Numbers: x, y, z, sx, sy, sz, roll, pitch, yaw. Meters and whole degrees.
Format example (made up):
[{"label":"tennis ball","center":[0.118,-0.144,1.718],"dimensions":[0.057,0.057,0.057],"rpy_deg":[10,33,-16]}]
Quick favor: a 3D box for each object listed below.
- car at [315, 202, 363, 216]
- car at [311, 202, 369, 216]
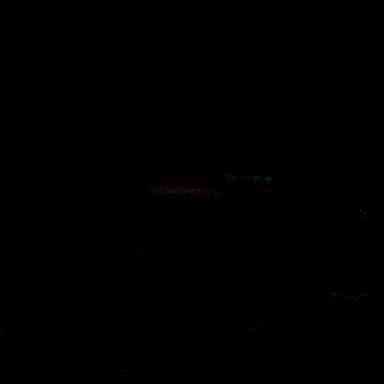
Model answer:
[{"label":"car","center":[15.921,1.767,36.241],"dimensions":[2.008,1.369,4.403],"rpy_deg":[1,-1,-36]},{"label":"car","center":[14.725,1.704,33.383],"dimensions":[2.033,1.411,5.357],"rpy_deg":[1,-1,-35]}]
